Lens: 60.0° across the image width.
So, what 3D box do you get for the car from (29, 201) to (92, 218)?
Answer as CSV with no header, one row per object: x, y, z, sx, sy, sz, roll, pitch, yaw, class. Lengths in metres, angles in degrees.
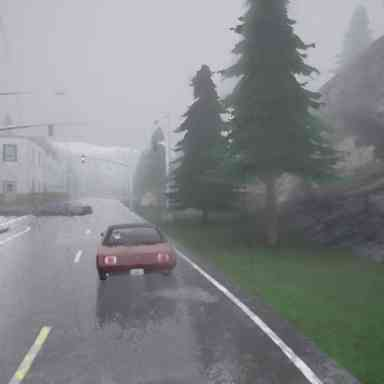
-11.478,1.511,29.194,5.357,1.411,2.033,0,0,15,car

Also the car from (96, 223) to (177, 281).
-1.765,1.577,9.916,1.895,1.301,4.718,0,0,-13,car
